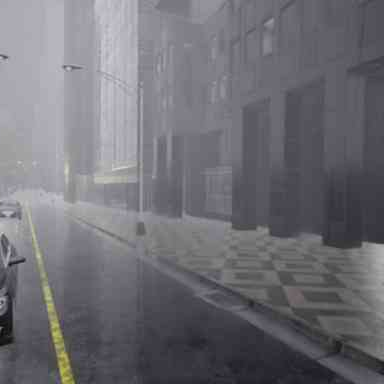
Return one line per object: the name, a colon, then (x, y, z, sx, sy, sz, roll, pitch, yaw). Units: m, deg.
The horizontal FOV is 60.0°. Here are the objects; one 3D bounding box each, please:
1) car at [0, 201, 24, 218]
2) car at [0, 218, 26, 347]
car: (-14.832, 1.462, 27.030, 2.128, 1.511, 4.902, 0, 0, -27)
car: (-4.141, 1.487, 5.902, 2.128, 1.511, 4.902, 0, 0, -27)
